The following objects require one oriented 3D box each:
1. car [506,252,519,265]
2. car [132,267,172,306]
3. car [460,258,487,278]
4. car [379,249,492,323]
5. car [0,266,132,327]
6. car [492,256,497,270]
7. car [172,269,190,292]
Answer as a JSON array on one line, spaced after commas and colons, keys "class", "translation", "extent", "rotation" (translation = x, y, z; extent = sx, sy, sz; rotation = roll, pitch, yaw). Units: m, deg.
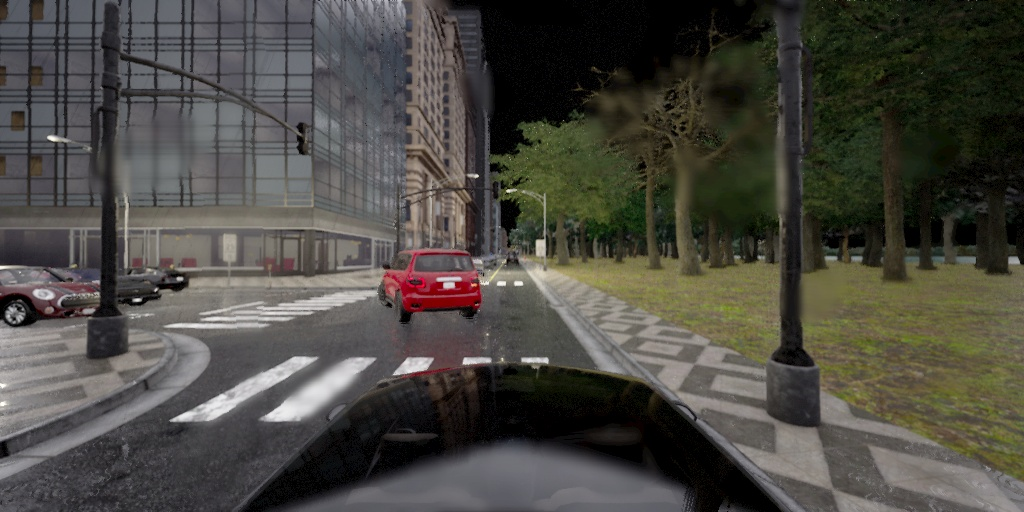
[{"class": "car", "translation": [0.081, 0.560, 56.083], "extent": [1.882, 1.535, 5.008], "rotation": [0, 1, 0]}, {"class": "car", "translation": [-15.427, 1.122, 12.493], "extent": [5.357, 1.411, 2.033], "rotation": [0, -1, 5]}, {"class": "car", "translation": [-3.125, 0.926, 30.215], "extent": [2.033, 1.411, 5.357], "rotation": [0, 1, -3]}, {"class": "car", "translation": [-2.813, 0.809, 11.590], "extent": [2.150, 2.045, 5.566], "rotation": [1, 0, -27]}, {"class": "car", "translation": [-13.546, 0.984, 9.769], "extent": [4.097, 1.591, 1.967], "rotation": [0, 0, -1]}, {"class": "car", "translation": [-3.078, 0.826, 40.258], "extent": [1.994, 1.385, 4.181], "rotation": [0, 1, 1]}, {"class": "car", "translation": [-19.014, 1.205, 18.285], "extent": [4.313, 1.339, 1.948], "rotation": [0, 0, 0]}]
